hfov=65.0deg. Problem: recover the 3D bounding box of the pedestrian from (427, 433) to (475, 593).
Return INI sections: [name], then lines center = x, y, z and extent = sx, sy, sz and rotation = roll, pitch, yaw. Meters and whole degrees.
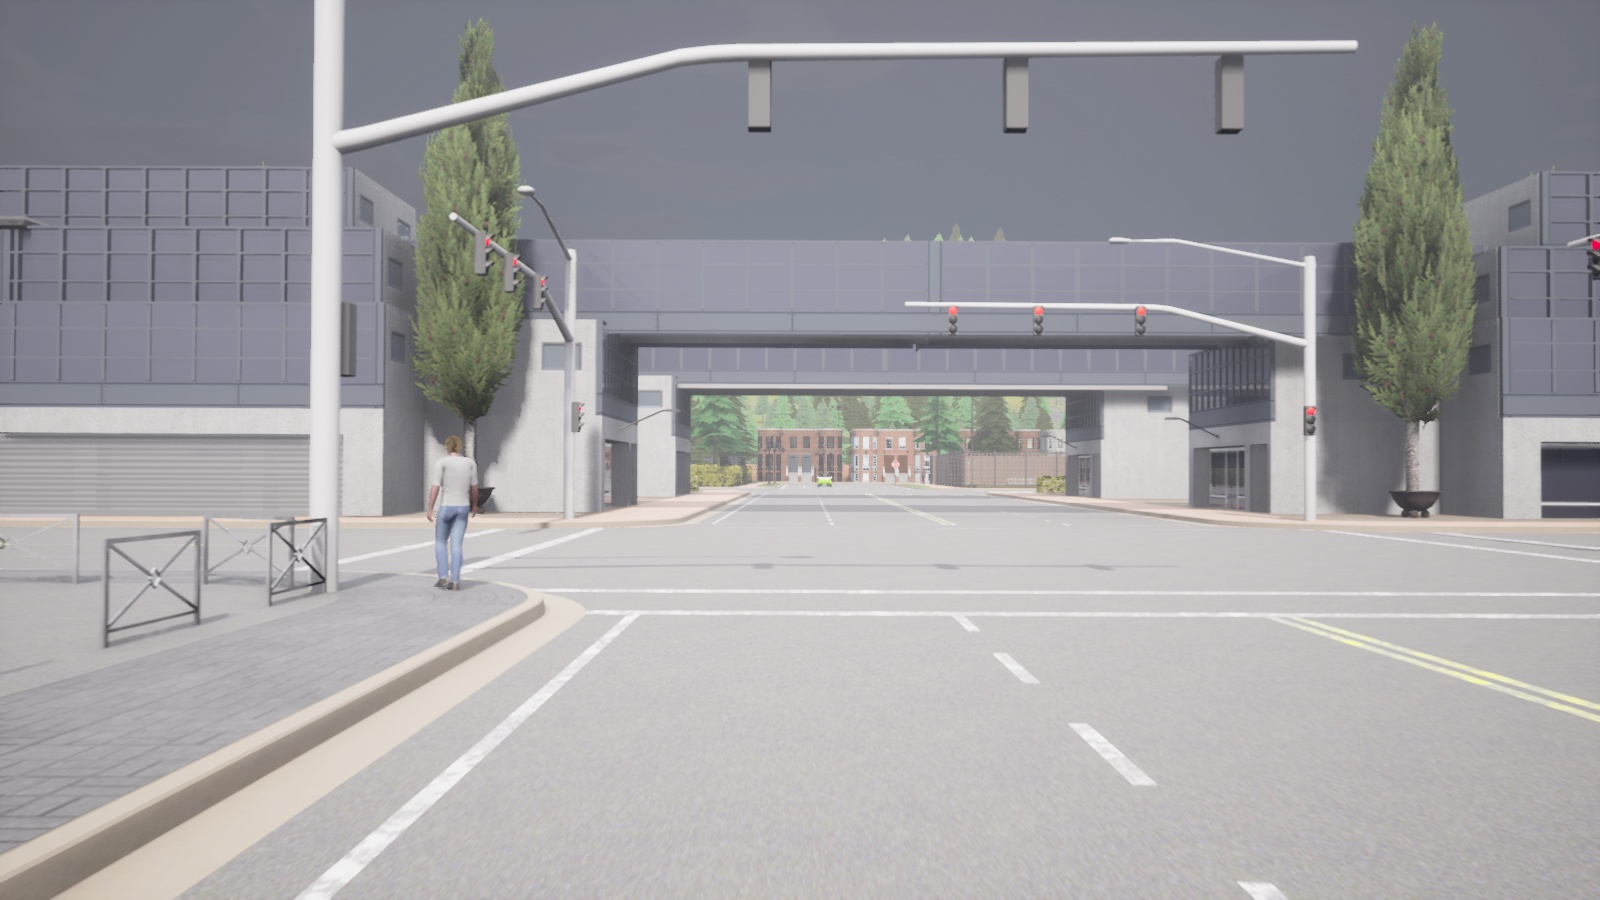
[pedestrian]
center = -4.118, 0.734, 14.819
extent = 0.354, 1.836, 0.706
rotation = 0, -1, -33
